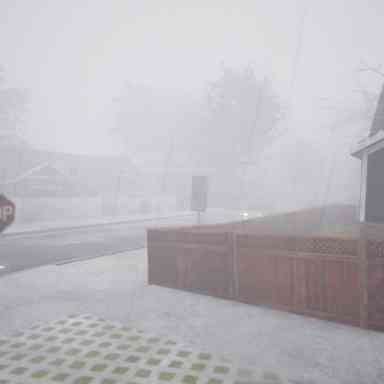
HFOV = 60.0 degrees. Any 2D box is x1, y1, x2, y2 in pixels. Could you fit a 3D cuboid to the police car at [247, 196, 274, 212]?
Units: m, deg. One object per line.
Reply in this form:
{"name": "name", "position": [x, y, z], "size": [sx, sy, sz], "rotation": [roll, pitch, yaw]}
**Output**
{"name": "police car", "position": [7.887, 1.317, 38.255], "size": [1.930, 1.638, 5.238], "rotation": [3, 1, 30]}
